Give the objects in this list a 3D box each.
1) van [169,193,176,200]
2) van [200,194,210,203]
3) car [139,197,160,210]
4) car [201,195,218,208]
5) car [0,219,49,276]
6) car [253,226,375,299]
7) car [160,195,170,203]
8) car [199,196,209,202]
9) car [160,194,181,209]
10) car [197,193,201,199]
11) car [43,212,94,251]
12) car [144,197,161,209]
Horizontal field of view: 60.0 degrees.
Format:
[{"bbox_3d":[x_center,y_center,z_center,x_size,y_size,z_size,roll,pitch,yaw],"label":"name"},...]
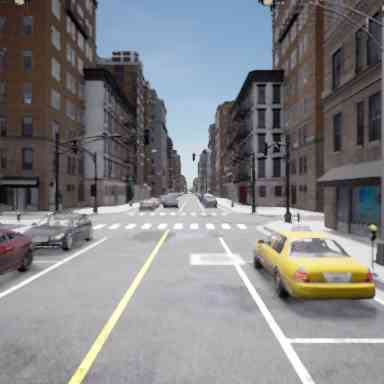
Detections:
[{"bbox_3d":[-5.491,1.233,94.777,1.690,1.788,3.998,0,0,0],"label":"van"},{"bbox_3d":[2.613,1.282,51.533,1.690,1.788,3.998,0,0,0],"label":"van"},{"bbox_3d":[-5.412,1.505,40.715,2.008,1.369,4.403,0,0,0],"label":"car"},{"bbox_3d":[2.615,1.498,46.127,2.008,1.369,4.403,0,0,0],"label":"car"},{"bbox_3d":[-5.392,1.573,8.158,1.802,1.307,4.206,0,0,0],"label":"car"},{"bbox_3d":[2.633,1.517,8.334,1.752,1.417,4.829,0,0,0],"label":"car"},{"bbox_3d":[-5.451,1.448,67.576,1.752,1.417,4.829,0,0,0],"label":"car"},{"bbox_3d":[2.607,1.482,73.158,1.947,1.339,4.313,0,0,0],"label":"car"},{"bbox_3d":[-2.772,1.470,44.208,1.882,1.535,5.008,0,1,0],"label":"car"},{"bbox_3d":[2.609,1.237,67.752,2.192,1.841,5.009,0,0,0],"label":"car"},{"bbox_3d":[-5.395,1.536,13.840,2.008,1.369,4.403,0,0,0],"label":"car"},{"bbox_3d":[-5.420,1.473,45.952,1.752,1.417,4.829,0,0,0],"label":"car"}]
